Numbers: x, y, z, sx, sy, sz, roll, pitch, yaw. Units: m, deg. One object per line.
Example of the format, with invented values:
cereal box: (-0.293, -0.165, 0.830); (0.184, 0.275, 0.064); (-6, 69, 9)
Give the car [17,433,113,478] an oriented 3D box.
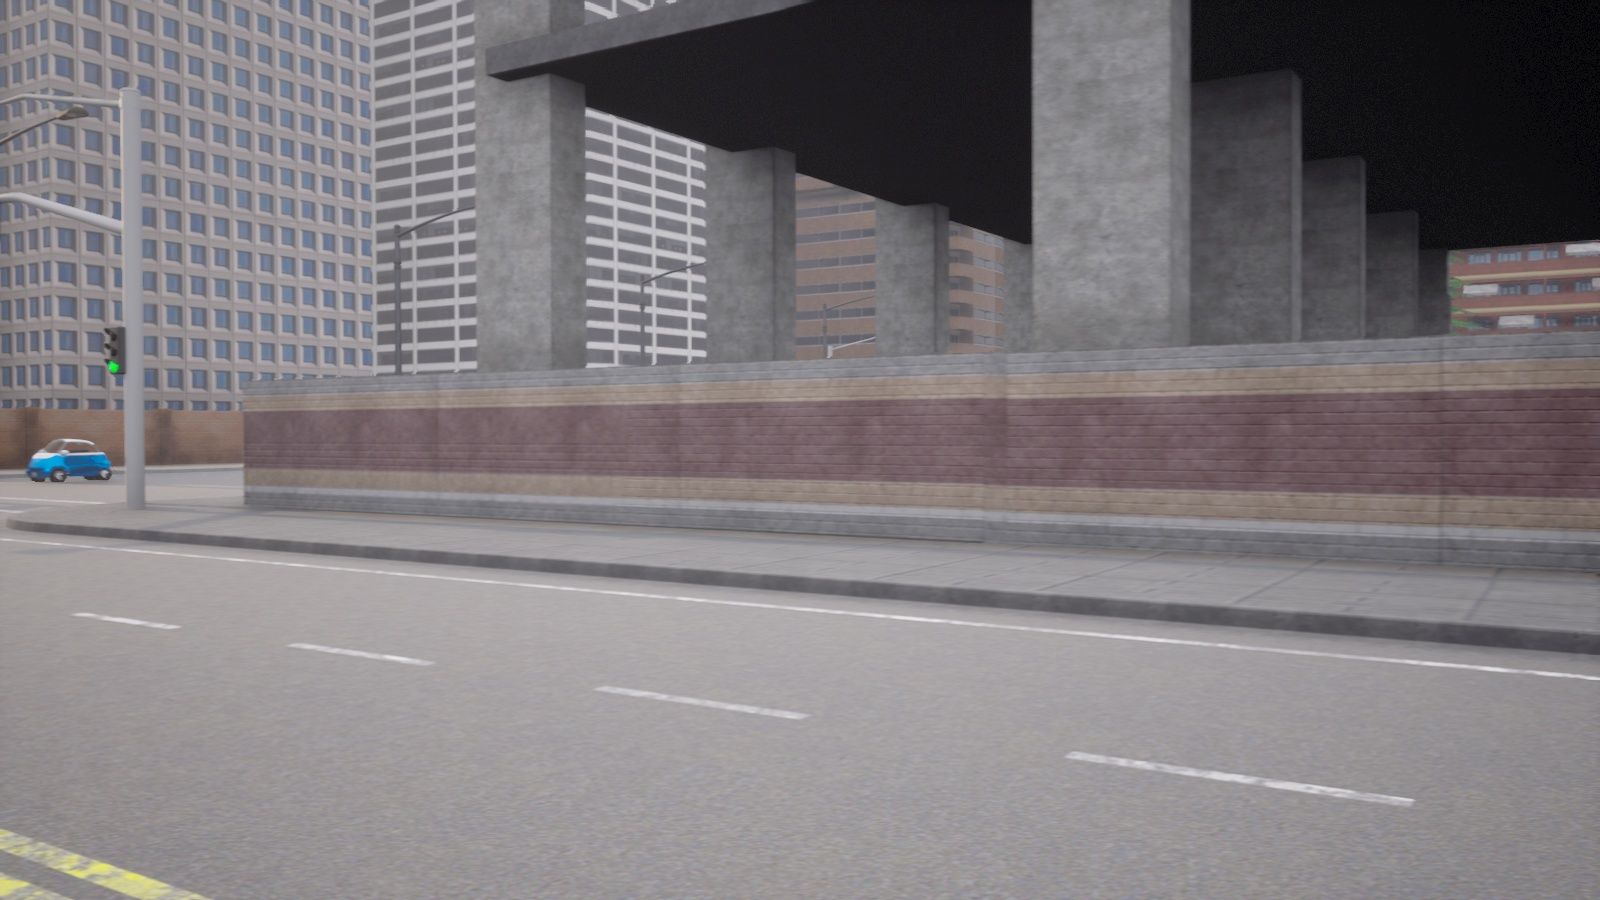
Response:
car: (-23.365, 0.154, 39.954); (1.481, 1.376, 2.207); (1, 1, 33)
